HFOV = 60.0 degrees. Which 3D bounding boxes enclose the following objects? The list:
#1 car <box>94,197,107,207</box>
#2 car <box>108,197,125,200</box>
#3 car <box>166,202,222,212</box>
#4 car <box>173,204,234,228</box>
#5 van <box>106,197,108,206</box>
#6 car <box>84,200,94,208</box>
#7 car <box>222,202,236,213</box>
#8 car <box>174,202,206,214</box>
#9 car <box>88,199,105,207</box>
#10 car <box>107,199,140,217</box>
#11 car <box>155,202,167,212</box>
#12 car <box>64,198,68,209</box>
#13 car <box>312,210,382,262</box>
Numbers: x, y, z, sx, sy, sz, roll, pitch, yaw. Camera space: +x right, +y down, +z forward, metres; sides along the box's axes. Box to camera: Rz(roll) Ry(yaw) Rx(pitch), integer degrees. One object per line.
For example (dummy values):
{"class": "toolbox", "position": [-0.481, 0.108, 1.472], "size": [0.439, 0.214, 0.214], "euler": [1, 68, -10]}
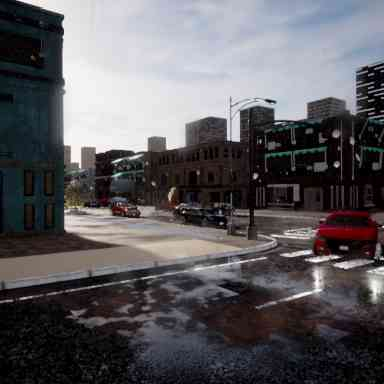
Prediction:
{"class": "car", "position": [-16.334, 1.939, 63.407], "size": [2.192, 1.841, 5.009], "euler": [-1, 0, -35]}
{"class": "car", "position": [-8.560, 1.799, 42.458], "size": [2.097, 1.767, 4.553], "euler": [-1, 0, -35]}
{"class": "car", "position": [0.091, 1.771, 30.232], "size": [2.128, 1.511, 4.902], "euler": [-1, 0, -35]}
{"class": "car", "position": [0.757, 1.814, 24.585], "size": [1.947, 1.339, 4.313], "euler": [-1, 0, -35]}
{"class": "van", "position": [-13.133, 1.906, 58.890], "size": [1.690, 1.788, 3.998], "euler": [-1, 0, -35]}
{"class": "car", "position": [-19.270, 2.229, 63.093], "size": [1.994, 1.385, 4.181], "euler": [-1, 0, -35]}
{"class": "car", "position": [2.870, 1.809, 36.308], "size": [2.008, 1.369, 4.403], "euler": [-2, 0, -35]}
{"class": "car", "position": [-0.329, 1.903, 40.825], "size": [1.802, 1.307, 4.206], "euler": [-2, 0, -35]}
{"class": "car", "position": [-19.528, 2.227, 67.923], "size": [1.887, 1.381, 4.507], "euler": [-1, 0, -35]}
{"class": "car", "position": [-7.169, 1.846, 35.978], "size": [1.967, 1.590, 4.097], "euler": [-1, 0, -35]}
{"class": "car", "position": [-3.528, 1.965, 45.341], "size": [1.802, 1.307, 4.206], "euler": [-2, 0, -35]}
{"class": "car", "position": [-23.067, 2.232, 58.422], "size": [1.752, 1.417, 4.829], "euler": [-1, 0, -35]}
{"class": "car", "position": [5.984, 1.478, 12.578], "size": [1.882, 1.535, 5.008], "euler": [1, 1, 29]}
